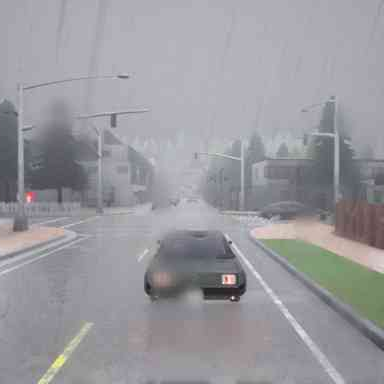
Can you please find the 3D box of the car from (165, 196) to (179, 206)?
[{"bbox_3d":[-3.567,1.353,52.909,2.097,1.767,4.553,0,0,0],"label":"car"}]

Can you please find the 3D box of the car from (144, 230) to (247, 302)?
[{"bbox_3d":[0.072,1.601,8.219,1.895,1.301,4.718,0,0,0],"label":"car"}]

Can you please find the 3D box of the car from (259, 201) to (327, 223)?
[{"bbox_3d":[7.473,1.485,24.728,4.892,1.490,1.837,0,2,0],"label":"car"}]

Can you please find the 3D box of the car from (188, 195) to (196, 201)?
[{"bbox_3d":[0.039,1.478,81.486,1.882,1.535,5.008,0,0,0],"label":"car"}]

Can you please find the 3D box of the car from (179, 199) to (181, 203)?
[{"bbox_3d":[-3.471,1.525,68.234,1.812,1.442,4.674,0,0,0],"label":"car"}]

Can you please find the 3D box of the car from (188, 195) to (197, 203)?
[{"bbox_3d":[0.037,1.595,71.450,1.895,1.301,4.718,0,0,0],"label":"car"}]

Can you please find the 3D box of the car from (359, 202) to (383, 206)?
[{"bbox_3d":[15.313,1.582,29.278,4.718,1.301,1.895,0,0,-8],"label":"car"}]

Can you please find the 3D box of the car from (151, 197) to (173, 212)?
[{"bbox_3d":[-3.581,1.564,38.733,1.994,1.385,4.181,0,0,0],"label":"car"}]
